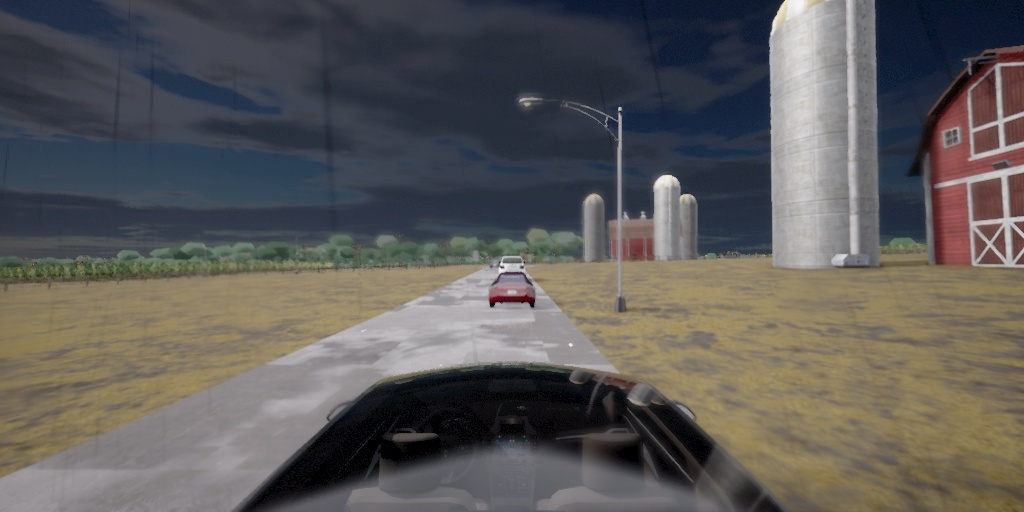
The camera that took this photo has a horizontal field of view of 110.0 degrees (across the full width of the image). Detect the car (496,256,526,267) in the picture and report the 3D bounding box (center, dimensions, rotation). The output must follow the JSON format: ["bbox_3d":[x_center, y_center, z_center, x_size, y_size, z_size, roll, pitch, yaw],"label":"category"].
[{"bbox_3d":[0.016,1.044,30.857,2.150,2.045,5.566,0,0,0],"label":"car"}]

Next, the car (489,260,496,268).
[{"bbox_3d":[-2.722,1.380,60.306,2.128,1.511,4.902,0,0,0],"label":"car"}]

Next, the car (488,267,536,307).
[{"bbox_3d":[0.013,1.394,16.116,1.994,1.385,4.181,0,0,0],"label":"car"}]
